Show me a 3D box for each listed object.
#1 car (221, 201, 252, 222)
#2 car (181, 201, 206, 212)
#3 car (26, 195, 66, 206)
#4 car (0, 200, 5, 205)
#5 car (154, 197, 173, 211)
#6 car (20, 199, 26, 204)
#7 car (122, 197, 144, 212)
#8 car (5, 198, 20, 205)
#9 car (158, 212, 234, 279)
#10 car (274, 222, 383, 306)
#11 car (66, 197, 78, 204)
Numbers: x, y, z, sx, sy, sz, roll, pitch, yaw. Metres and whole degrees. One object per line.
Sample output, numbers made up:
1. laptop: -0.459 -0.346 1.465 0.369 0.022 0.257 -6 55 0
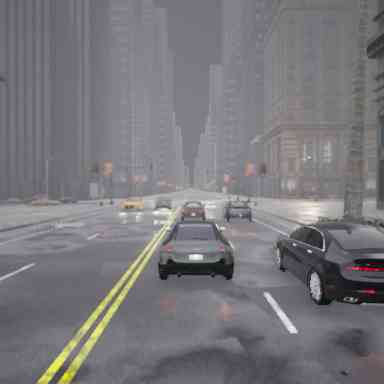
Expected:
1. car: 3.349 1.410 25.359 2.128 1.511 4.902 0 0 0
2. car: 0.098 1.441 26.368 1.812 1.442 4.674 0 0 0
3. car: -23.844 1.658 54.441 4.829 1.417 1.752 -1 1 0
4. car: -33.785 1.818 54.464 4.403 1.369 2.008 -1 1 0
5. car: -3.316 1.377 39.104 1.837 1.490 4.892 0 0 0
6. car: -29.075 1.453 62.982 5.009 1.841 2.192 -1 1 0
7. car: -6.577 1.353 37.431 1.882 1.535 5.008 0 0 0
8. car: -34.158 1.789 63.005 4.206 1.307 1.802 -1 1 0
9. car: 0.099 1.535 10.010 1.994 1.385 4.181 0 0 0
10. car: 3.349 1.481 7.970 1.837 1.490 4.892 0 0 0
11. car: -23.984 1.614 62.969 4.507 1.381 1.887 -1 1 0
